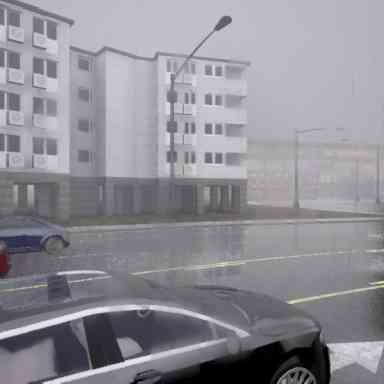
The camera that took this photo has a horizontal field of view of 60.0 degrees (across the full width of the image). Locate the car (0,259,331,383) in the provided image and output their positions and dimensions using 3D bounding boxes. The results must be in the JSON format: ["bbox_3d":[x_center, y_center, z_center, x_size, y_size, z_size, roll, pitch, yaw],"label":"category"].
[{"bbox_3d":[-0.802,1.490,2.953,4.902,1.511,2.128,0,0,-33],"label":"car"}]

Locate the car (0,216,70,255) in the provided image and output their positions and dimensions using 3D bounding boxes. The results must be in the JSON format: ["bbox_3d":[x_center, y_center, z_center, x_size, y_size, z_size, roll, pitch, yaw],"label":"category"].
[{"bbox_3d":[-6.585,1.564,11.899,4.181,1.385,1.994,0,0,-31],"label":"car"}]

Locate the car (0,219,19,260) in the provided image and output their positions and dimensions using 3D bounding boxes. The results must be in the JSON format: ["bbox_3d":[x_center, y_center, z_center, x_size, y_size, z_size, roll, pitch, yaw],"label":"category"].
[{"bbox_3d":[-6.560,1.564,7.751,4.181,1.385,1.994,0,0,-34],"label":"car"}]
